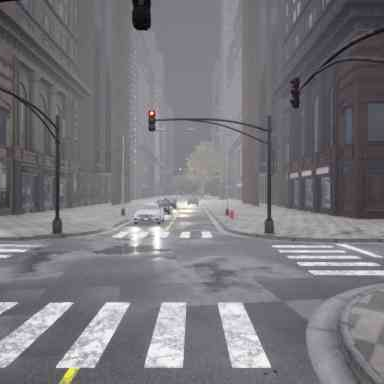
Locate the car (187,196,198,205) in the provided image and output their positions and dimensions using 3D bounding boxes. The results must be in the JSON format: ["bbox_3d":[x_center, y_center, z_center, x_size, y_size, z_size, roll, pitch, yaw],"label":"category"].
[{"bbox_3d":[0.145,1.580,58.030,2.033,1.411,5.357,0,0,0],"label":"car"}]

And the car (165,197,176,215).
[{"bbox_3d":[-3.067,1.552,34.914,2.033,1.411,5.357,0,0,0],"label":"car"}]

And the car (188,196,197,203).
[{"bbox_3d":[0.169,1.574,69.769,1.812,1.442,4.674,0,0,0],"label":"car"}]

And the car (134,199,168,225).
[{"bbox_3d":[-3.075,1.526,24.504,1.812,1.442,4.674,0,0,0],"label":"car"}]
